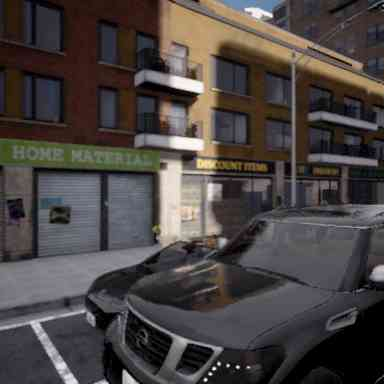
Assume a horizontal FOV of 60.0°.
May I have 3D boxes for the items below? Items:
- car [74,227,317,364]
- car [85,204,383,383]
[{"bbox_3d":[0.231,1.562,6.354,4.313,1.339,1.947,0,0,-36],"label":"car"},{"bbox_3d":[1.751,1.218,4.321,5.566,2.045,2.150,0,0,-36],"label":"car"}]
